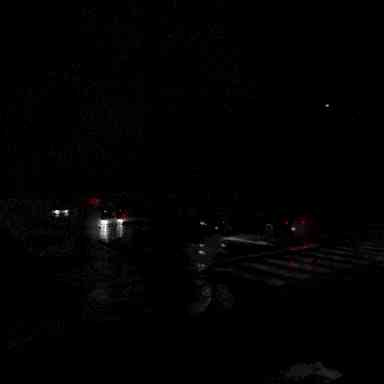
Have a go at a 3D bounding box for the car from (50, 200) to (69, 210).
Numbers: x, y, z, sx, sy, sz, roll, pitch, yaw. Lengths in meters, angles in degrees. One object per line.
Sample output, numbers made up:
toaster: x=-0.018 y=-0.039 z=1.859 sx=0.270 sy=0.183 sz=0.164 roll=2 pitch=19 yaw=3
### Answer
car: x=-19.103 y=1.894 z=47.866 sx=1.994 sy=1.385 sz=4.181 roll=-1 pitch=0 yaw=-34

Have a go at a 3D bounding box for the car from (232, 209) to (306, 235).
car: x=4.183 y=1.671 z=19.483 sx=1.895 sy=1.301 sz=4.718 roll=-1 pitch=0 yaw=-33

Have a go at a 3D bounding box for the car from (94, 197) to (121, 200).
car: x=-9.645 y=1.693 z=39.920 sx=2.128 sy=1.511 sz=4.902 roll=-1 pitch=0 yaw=-34

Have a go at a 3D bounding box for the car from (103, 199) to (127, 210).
car: x=-11.140 y=1.726 z=47.784 sx=1.837 sy=1.490 sz=4.892 roll=-1 pitch=0 yaw=-34

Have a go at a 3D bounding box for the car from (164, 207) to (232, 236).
car: x=0.001 y=1.634 z=19.622 sx=1.812 sy=1.442 sz=4.674 roll=-1 pitch=0 yaw=-34

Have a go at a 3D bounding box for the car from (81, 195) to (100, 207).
car: x=-17.030 y=1.511 z=56.368 sx=2.150 sy=2.045 sz=5.566 roll=-1 pitch=0 yaw=-34

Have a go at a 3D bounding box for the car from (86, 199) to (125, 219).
car: x=-8.330 y=1.711 z=31.867 sx=1.812 sy=1.442 sz=4.674 roll=-1 pitch=0 yaw=-34
